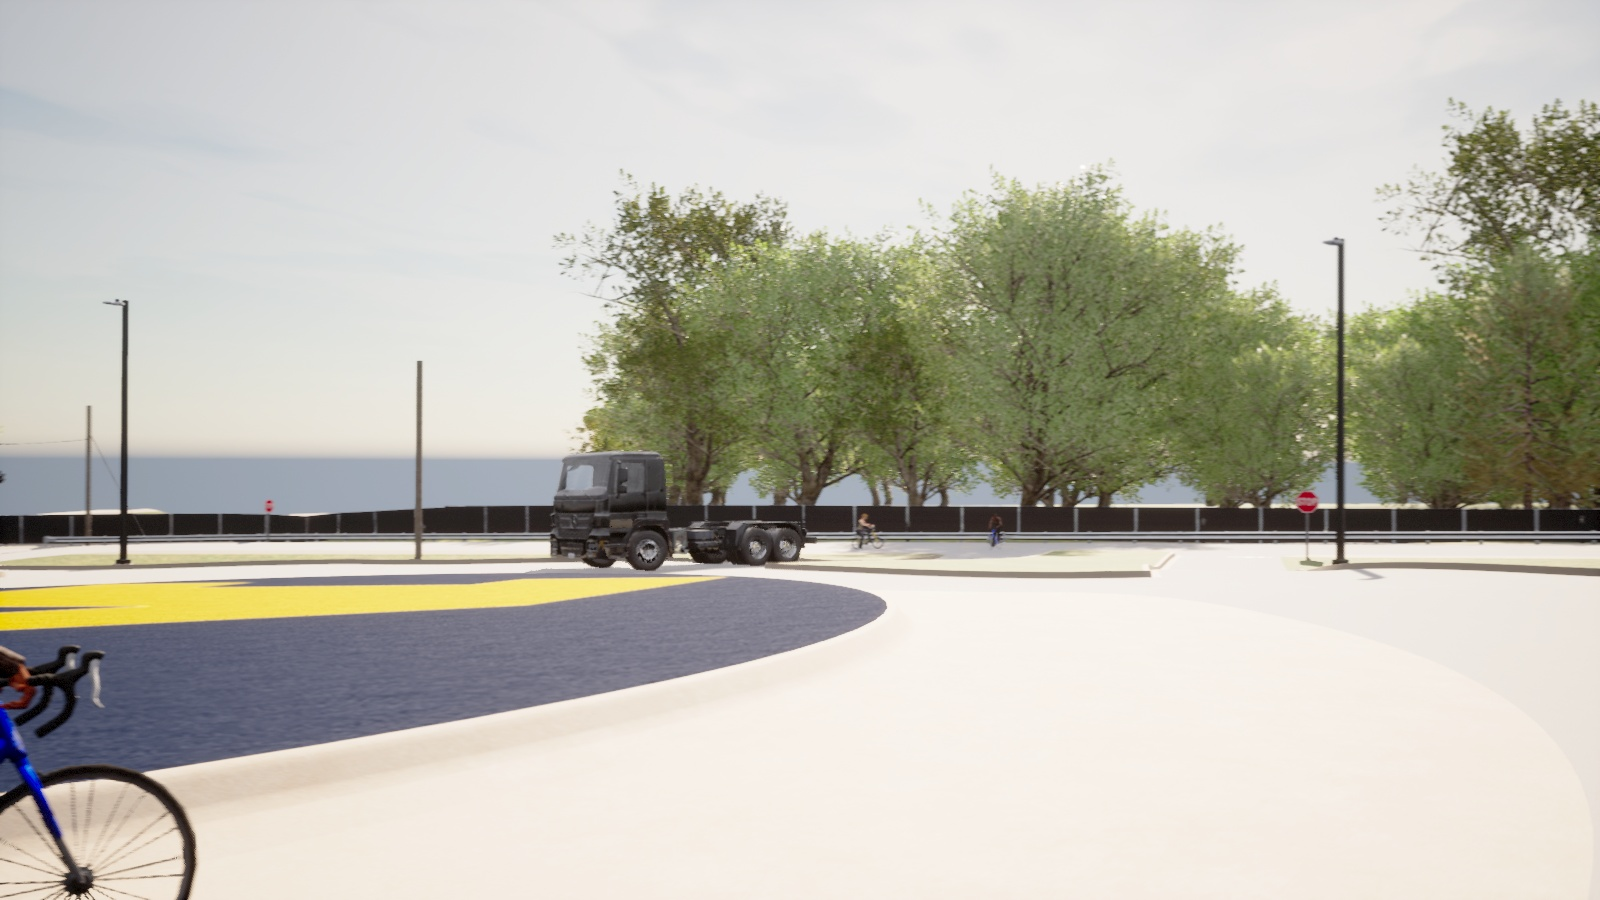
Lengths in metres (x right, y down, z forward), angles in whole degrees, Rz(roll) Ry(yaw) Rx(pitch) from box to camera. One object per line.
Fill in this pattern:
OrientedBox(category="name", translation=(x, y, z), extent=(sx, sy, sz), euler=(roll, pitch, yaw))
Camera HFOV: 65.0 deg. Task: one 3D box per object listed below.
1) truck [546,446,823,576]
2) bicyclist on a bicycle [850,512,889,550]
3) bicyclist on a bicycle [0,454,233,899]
OrientedBox(category="truck", translation=(-3.272, 1.750, 37.195), extent=(7.936, 3.462, 2.891), euler=(2, -3, -40))
OrientedBox(category="bicyclist on a bicycle", translation=(3.148, 3.653, 56.735), extent=(1.509, 1.612, 0.866), euler=(-3, -1, 20))
OrientedBox(category="bicyclist on a bicycle", translation=(-2.530, 0.833, 3.471), extent=(1.656, 1.620, 0.582), euler=(0, -3, -37))
